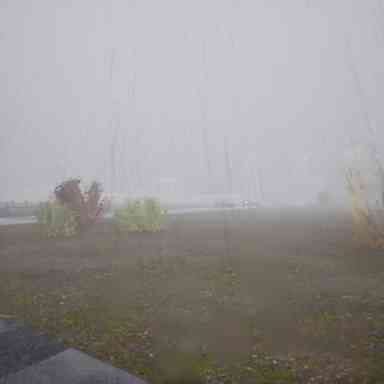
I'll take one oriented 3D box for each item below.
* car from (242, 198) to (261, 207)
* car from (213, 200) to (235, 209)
[{"bbox_3d":[11.312,1.983,63.291,2.097,1.767,4.553,-1,-1,36],"label":"car"},{"bbox_3d":[5.330,2.008,54.870,2.128,1.511,4.902,-1,-1,36],"label":"car"}]
